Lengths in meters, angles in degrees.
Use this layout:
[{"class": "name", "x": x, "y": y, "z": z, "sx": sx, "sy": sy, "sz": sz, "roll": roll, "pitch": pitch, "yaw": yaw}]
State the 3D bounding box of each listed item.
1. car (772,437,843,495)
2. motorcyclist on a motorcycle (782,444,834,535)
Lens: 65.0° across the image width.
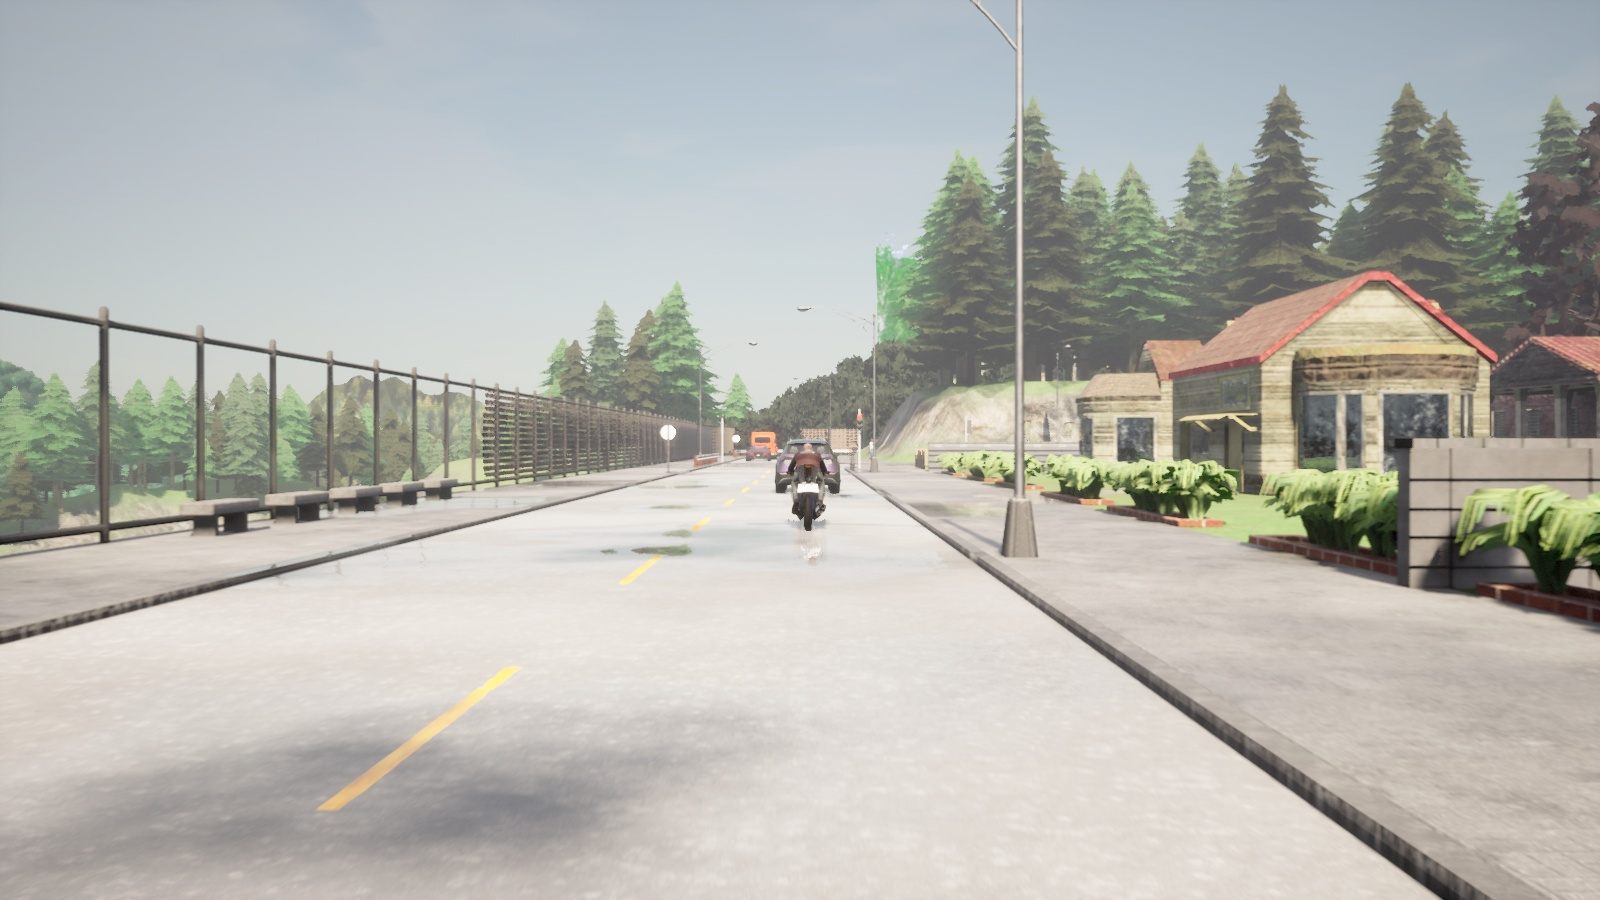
[{"class": "car", "x": 0.234, "y": 0.460, "z": 38.269, "sx": 2.033, "sy": 1.649, "sz": 4.856, "roll": 0, "pitch": 0, "yaw": 0}, {"class": "motorcyclist on a motorcycle", "x": 0.142, "y": 0.656, "z": 22.251, "sx": 0.866, "sy": 1.530, "sz": 2.191, "roll": 0, "pitch": 0, "yaw": 0}]
